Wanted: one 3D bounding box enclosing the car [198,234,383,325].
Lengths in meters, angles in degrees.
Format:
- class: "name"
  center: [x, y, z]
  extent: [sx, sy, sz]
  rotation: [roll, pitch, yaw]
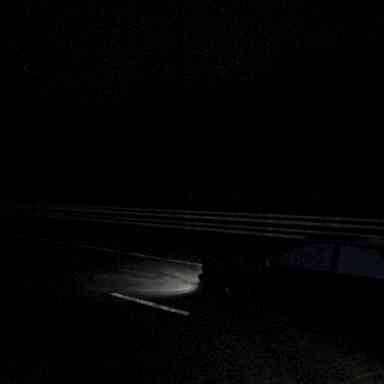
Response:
- class: "car"
  center: [2.748, 1.541, 6.334]
  extent: [5.357, 1.411, 2.033]
  rotation: [0, 0, 35]
